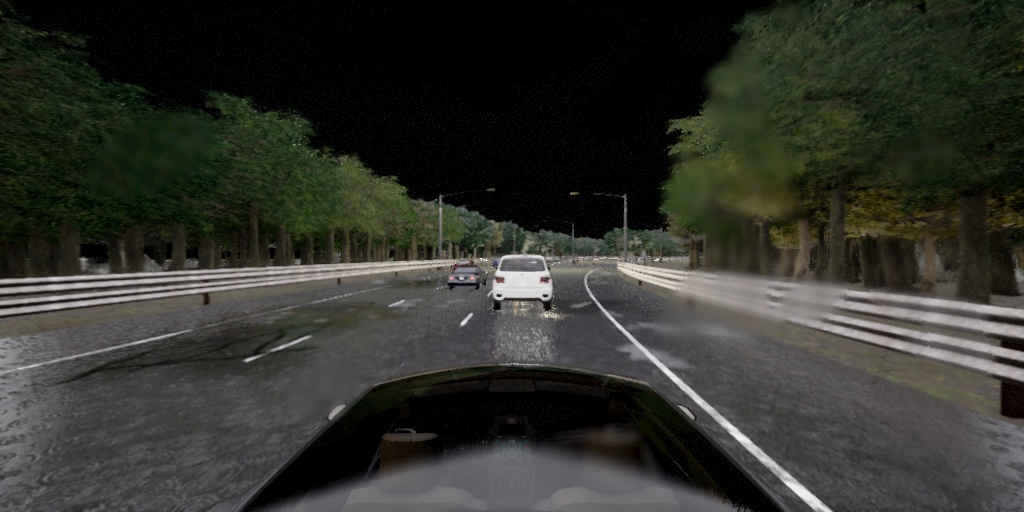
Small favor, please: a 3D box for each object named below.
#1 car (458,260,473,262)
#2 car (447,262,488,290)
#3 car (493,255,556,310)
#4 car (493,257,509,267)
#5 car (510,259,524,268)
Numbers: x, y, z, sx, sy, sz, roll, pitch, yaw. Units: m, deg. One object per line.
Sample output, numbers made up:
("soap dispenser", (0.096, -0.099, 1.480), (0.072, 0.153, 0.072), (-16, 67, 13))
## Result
("car", (-5.016, 1.166, 39.546), (1.882, 1.535, 5.008), (0, 0, 5))
("car", (-2.668, 1.288, 22.512), (2.033, 1.411, 5.357), (0, 0, 3))
("car", (0.446, 0.975, 14.985), (2.150, 2.045, 5.566), (0, 0, 2))
("car", (-2.011, 0.991, 65.129), (2.097, 1.767, 4.553), (0, 0, 9))
("car", (0.830, 1.187, 60.387), (1.812, 1.442, 4.674), (0, 0, 8))
